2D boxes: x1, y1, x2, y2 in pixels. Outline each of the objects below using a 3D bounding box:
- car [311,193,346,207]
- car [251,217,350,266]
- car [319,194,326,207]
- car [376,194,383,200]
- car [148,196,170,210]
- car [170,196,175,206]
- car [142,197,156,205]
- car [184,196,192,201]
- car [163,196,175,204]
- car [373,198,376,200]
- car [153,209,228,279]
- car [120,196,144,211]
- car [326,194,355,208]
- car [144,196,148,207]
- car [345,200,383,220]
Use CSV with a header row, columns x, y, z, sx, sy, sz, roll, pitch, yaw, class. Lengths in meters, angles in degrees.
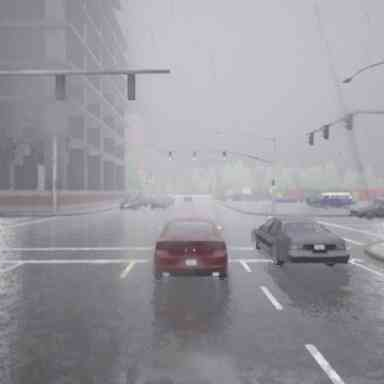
x,y,z,sx,sy,sz,roll,pitch,yaw,class
24.424,1.222,59.635,4.605,1.855,1.932,0,0,0,car
3.408,1.558,11.513,2.033,1.411,5.357,0,0,-1,car
24.480,1.431,56.951,3.905,1.438,1.784,0,0,0,car
39.474,1.220,65.215,4.605,1.855,1.932,0,0,0,car
-4.306,1.492,44.146,1.882,1.535,5.008,0,0,0,car
-4.376,1.565,54.104,2.033,1.411,5.357,0,0,0,car
-7.885,1.584,61.036,1.994,1.385,4.181,0,0,-1,car
-1.055,1.620,81.377,1.895,1.301,4.718,0,0,-1,car
-4.401,1.525,64.225,1.837,1.490,4.892,0,0,-1,car
39.533,1.431,68.112,3.905,1.438,1.784,0,0,0,car
-0.057,1.484,10.131,1.882,1.535,5.008,0,0,-1,car
-7.790,1.506,41.861,2.128,1.511,4.902,0,0,0,car
24.484,1.462,54.056,3.806,1.475,1.970,0,0,0,car
-7.860,1.369,51.073,2.097,1.767,4.553,0,0,0,car
16.490,1.608,28.581,5.357,1.411,2.033,0,0,0,car
